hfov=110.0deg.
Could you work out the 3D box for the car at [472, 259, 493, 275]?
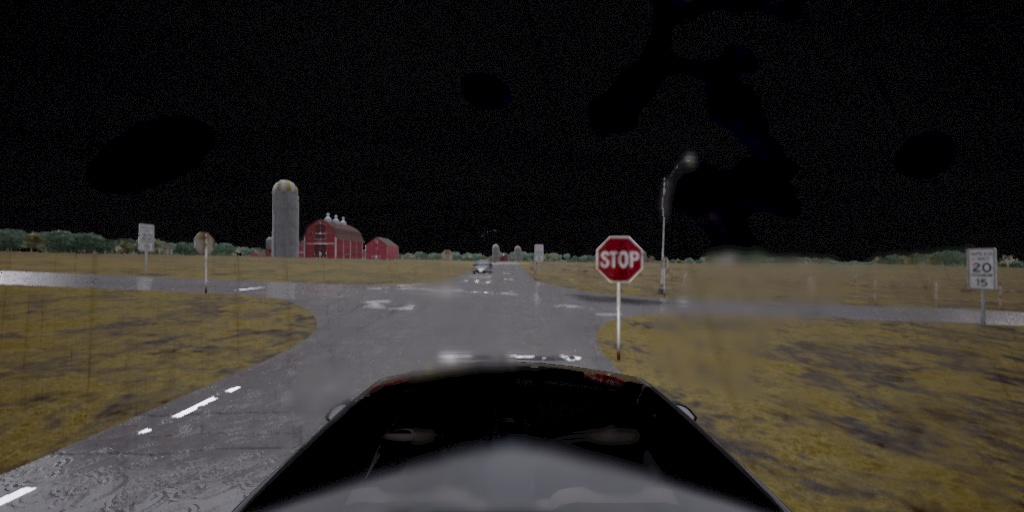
[{"bbox_3d":[-2.950,1.106,36.497,2.128,1.511,4.902,0,1,0],"label":"car"}]
